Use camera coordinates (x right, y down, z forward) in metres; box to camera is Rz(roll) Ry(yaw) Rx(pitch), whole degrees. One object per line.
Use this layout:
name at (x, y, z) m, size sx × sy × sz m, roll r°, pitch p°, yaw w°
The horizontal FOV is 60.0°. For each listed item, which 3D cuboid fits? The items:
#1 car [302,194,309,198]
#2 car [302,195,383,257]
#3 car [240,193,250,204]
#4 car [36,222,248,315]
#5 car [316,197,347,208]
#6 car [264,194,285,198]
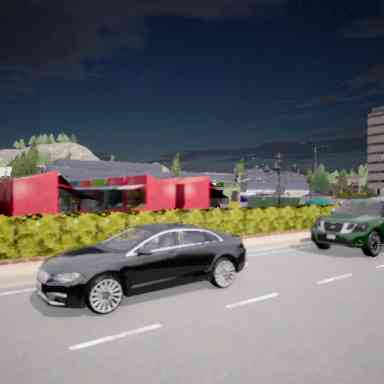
car at (16.268, 1.278, 46.549) m, size 1.932 × 1.855 × 4.605 m, roll 0°, pitch 0°, yaw -35°
car at (7.183, 1.244, 13.418) m, size 5.566 × 2.045 × 2.150 m, roll 0°, pitch 0°, yaw -36°
car at (11.394, 1.315, 82.934) m, size 1.932 × 1.855 × 4.605 m, roll 0°, pitch 0°, yaw -35°
car at (-0.878, 1.500, 7.669) m, size 4.902 × 1.511 × 2.128 m, roll 0°, pitch 0°, yaw -36°
car at (20.802, 1.529, 49.799) m, size 1.970 × 1.475 × 3.806 m, roll 0°, pitch 0°, yaw -35°
car at (16.832, 1.542, 65.469) m, size 1.970 × 1.475 × 3.806 m, roll 0°, pitch 0°, yaw -35°
